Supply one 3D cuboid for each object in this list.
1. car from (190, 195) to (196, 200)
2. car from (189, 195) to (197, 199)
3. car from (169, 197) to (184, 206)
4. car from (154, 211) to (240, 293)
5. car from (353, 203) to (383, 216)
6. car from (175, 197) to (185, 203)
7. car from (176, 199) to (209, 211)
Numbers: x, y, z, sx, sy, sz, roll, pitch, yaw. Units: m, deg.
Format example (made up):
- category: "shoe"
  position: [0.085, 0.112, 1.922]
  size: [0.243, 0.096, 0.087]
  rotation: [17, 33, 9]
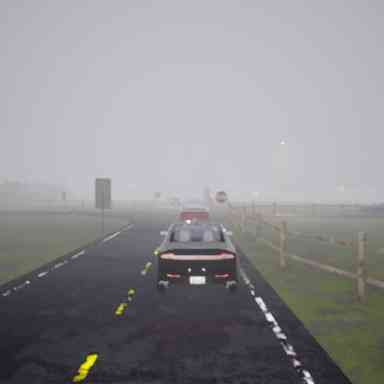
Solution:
- category: "car"
  position: [0.266, 1.442, 90.214]
  size: [1.812, 1.442, 4.674]
  rotation: [0, 0, 0]
- category: "car"
  position: [0.237, 1.665, 80.242]
  size: [1.895, 1.301, 4.718]
  rotation: [0, 0, 0]
- category: "car"
  position: [-2.666, 1.561, 55.720]
  size: [1.837, 1.490, 4.892]
  rotation: [0, 0, 0]
- category: "car"
  position: [0.123, 1.500, 8.882]
  size: [2.128, 1.511, 4.902]
  rotation: [0, 0, 0]
- category: "car"
  position: [19.605, 1.806, 35.045]
  size: [4.718, 1.301, 1.895]
  rotation: [0, 0, 1]
- category: "car"
  position: [-2.541, 1.664, 70.578]
  size: [1.895, 1.301, 4.718]
  rotation: [0, 0, 0]
- category: "car"
  position: [0.160, 1.500, 22.351]
  size: [1.882, 1.535, 5.008]
  rotation: [0, 0, 0]
